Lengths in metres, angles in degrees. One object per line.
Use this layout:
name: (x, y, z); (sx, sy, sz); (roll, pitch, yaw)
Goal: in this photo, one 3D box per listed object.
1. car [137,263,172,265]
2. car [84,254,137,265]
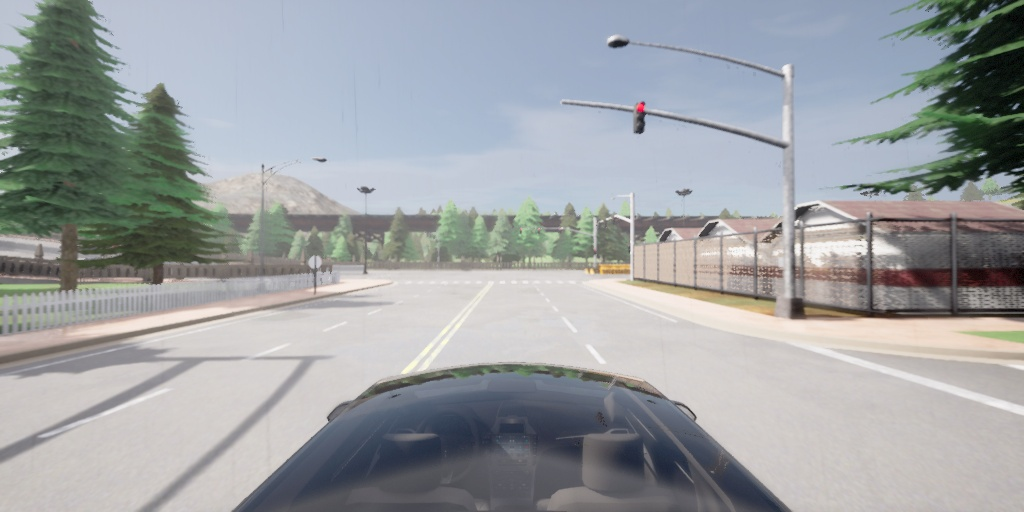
car: (-45.755, 0.977, 45.070); (4.718, 1.301, 1.895); (5, -1, -1)
car: (-46.916, 0.791, 41.529); (4.181, 1.385, 1.994); (5, -1, -1)
